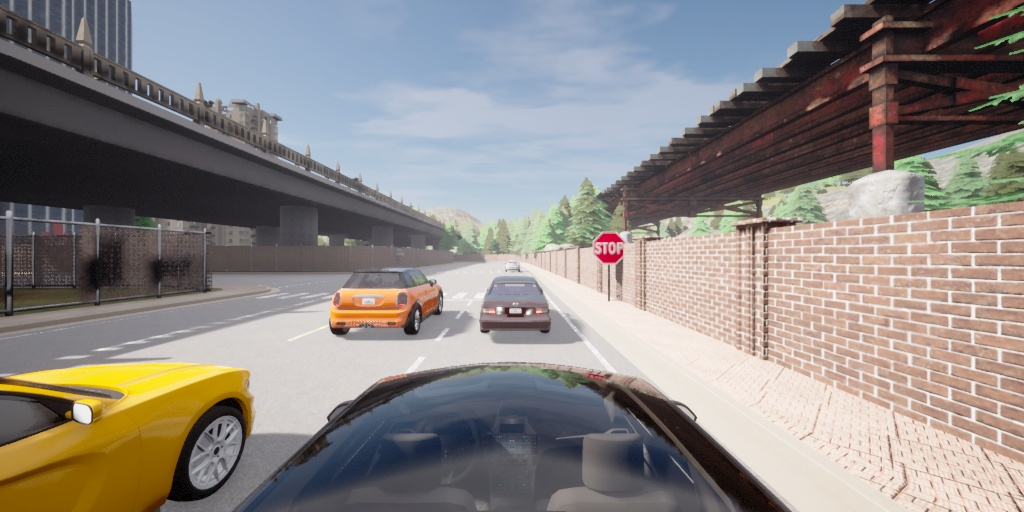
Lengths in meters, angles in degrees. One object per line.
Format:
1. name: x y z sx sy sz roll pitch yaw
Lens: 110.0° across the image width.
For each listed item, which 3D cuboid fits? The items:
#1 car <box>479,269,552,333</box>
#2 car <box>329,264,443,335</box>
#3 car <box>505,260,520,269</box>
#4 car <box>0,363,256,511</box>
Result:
1. car: 0.078 1.297 10.693 2.033 1.411 5.357 0 0 0
2. car: -3.423 1.102 10.670 2.097 1.767 4.553 0 0 0
3. car: 0.086 1.275 45.517 1.812 1.442 4.674 0 0 -1
4. car: -3.399 1.228 1.413 1.882 1.535 5.008 0 0 0
